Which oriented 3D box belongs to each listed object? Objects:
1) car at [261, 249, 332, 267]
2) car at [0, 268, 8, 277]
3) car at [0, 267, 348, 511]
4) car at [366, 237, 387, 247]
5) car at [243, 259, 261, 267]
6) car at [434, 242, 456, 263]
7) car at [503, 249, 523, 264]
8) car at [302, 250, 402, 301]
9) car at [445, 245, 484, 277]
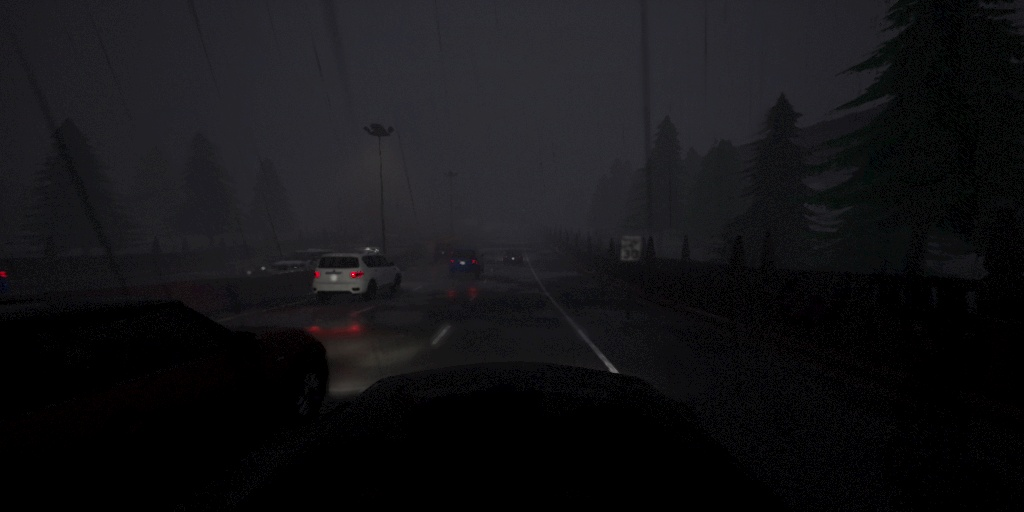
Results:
[{"bbox_3d":[-14.091,0.576,24.668,2.150,2.045,5.566,0,3,0],"label":"car"},{"bbox_3d":[-21.096,0.911,11.854,2.150,2.045,5.566,0,0,0],"label":"car"},{"bbox_3d":[-3.399,1.095,2.779,2.097,1.767,4.553,0,0,0],"label":"car"},{"bbox_3d":[-20.984,-2.192,55.448,1.994,1.385,4.181,0,7,1],"label":"car"},{"bbox_3d":[-17.586,0.741,26.470,2.128,1.511,4.902,0,3,0],"label":"car"},{"bbox_3d":[-6.887,-0.488,38.382,2.150,2.045,5.566,0,6,0],"label":"car"},{"bbox_3d":[0.112,0.012,36.828,1.994,1.385,4.181,0,5,0],"label":"car"},{"bbox_3d":[-6.895,0.850,16.570,2.150,2.045,5.566,0,1,0],"label":"car"},{"bbox_3d":[-3.392,0.413,27.497,2.150,2.045,5.566,0,3,0],"label":"car"}]
